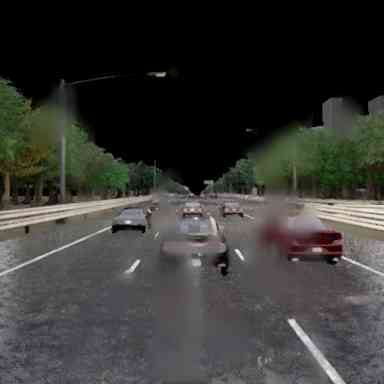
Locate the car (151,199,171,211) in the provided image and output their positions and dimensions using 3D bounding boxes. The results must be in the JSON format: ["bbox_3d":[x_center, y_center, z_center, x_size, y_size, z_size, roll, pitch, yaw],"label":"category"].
[{"bbox_3d":[-3.453,1.477,35.952,1.837,1.490,4.892,0,0,0],"label":"car"}]

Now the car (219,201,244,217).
[{"bbox_3d":[3.558,1.540,30.682,2.033,1.411,5.357,0,0,0],"label":"car"}]

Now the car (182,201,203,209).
[{"bbox_3d":[0.057,1.541,30.385,2.033,1.411,5.357,0,0,0],"label":"car"}]

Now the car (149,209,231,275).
[{"bbox_3d":[0.073,1.516,10.545,2.128,1.511,4.902,0,0,0],"label":"car"}]

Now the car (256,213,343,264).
[{"bbox_3d":[3.575,1.501,11.973,1.882,1.535,5.008,0,0,0],"label":"car"}]

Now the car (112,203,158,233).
[{"bbox_3d":[-3.430,1.587,19.874,1.994,1.385,4.181,0,0,0],"label":"car"}]
